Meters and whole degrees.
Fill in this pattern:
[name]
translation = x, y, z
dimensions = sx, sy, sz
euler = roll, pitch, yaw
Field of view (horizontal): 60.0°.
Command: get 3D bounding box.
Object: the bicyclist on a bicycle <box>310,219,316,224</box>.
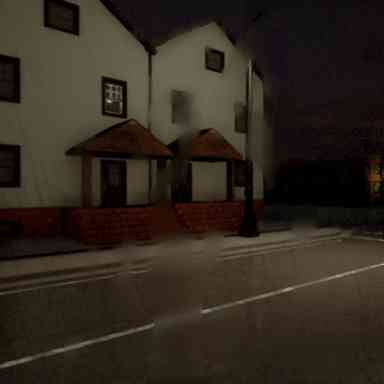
[bicyclist on a bicycle]
translation = 15.172, 4.177, 41.697
dimensions = 1.656, 1.620, 0.582
euler = -1, -11, -33
